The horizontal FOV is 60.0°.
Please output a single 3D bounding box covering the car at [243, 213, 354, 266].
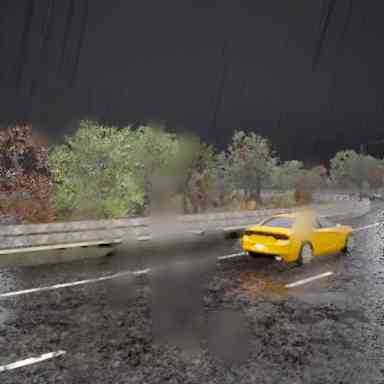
[{"bbox_3d":[3.904,1.477,11.671,5.008,1.535,1.882,-1,0,-41],"label":"car"}]
